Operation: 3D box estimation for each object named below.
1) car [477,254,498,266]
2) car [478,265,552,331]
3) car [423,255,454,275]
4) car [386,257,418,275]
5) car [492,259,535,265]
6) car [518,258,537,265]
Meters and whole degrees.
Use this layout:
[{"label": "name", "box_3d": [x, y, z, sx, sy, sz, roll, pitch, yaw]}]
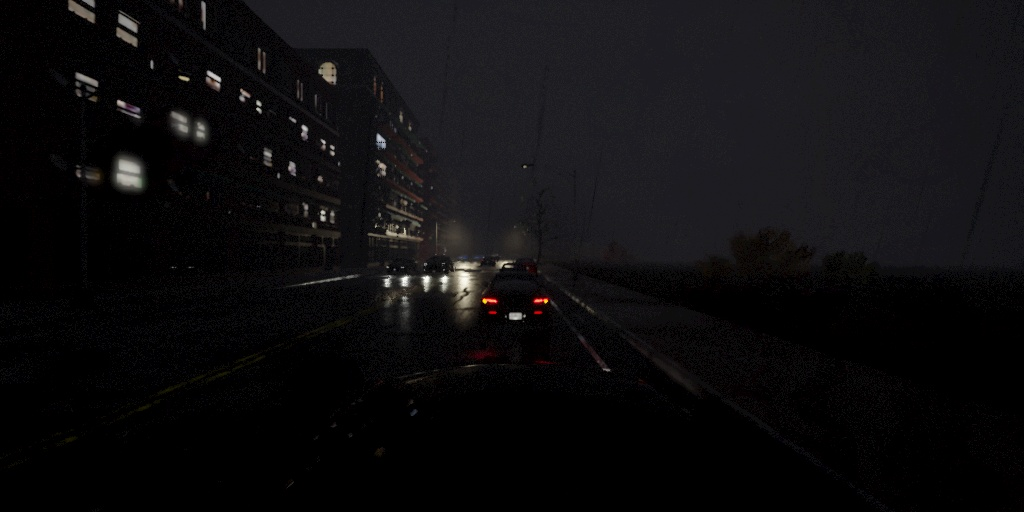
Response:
[{"label": "car", "box_3d": [-3.299, 0.707, 49.511, 1.994, 1.385, 4.181, 0, 1, -1]}, {"label": "car", "box_3d": [0.076, 1.167, 10.381, 1.812, 1.442, 4.674, 0, 1, 0]}, {"label": "car", "box_3d": [-6.655, 0.711, 32.726, 2.097, 1.767, 4.553, 0, 1, 0]}, {"label": "car", "box_3d": [-9.905, 0.865, 32.661, 1.837, 1.490, 4.892, 0, 1, 0]}, {"label": "car", "box_3d": [0.066, 1.076, 20.548, 1.994, 1.385, 4.181, 0, 1, 0]}, {"label": "car", "box_3d": [1.084, 0.869, 30.073, 1.882, 1.535, 5.008, 0, 1, 0]}]
